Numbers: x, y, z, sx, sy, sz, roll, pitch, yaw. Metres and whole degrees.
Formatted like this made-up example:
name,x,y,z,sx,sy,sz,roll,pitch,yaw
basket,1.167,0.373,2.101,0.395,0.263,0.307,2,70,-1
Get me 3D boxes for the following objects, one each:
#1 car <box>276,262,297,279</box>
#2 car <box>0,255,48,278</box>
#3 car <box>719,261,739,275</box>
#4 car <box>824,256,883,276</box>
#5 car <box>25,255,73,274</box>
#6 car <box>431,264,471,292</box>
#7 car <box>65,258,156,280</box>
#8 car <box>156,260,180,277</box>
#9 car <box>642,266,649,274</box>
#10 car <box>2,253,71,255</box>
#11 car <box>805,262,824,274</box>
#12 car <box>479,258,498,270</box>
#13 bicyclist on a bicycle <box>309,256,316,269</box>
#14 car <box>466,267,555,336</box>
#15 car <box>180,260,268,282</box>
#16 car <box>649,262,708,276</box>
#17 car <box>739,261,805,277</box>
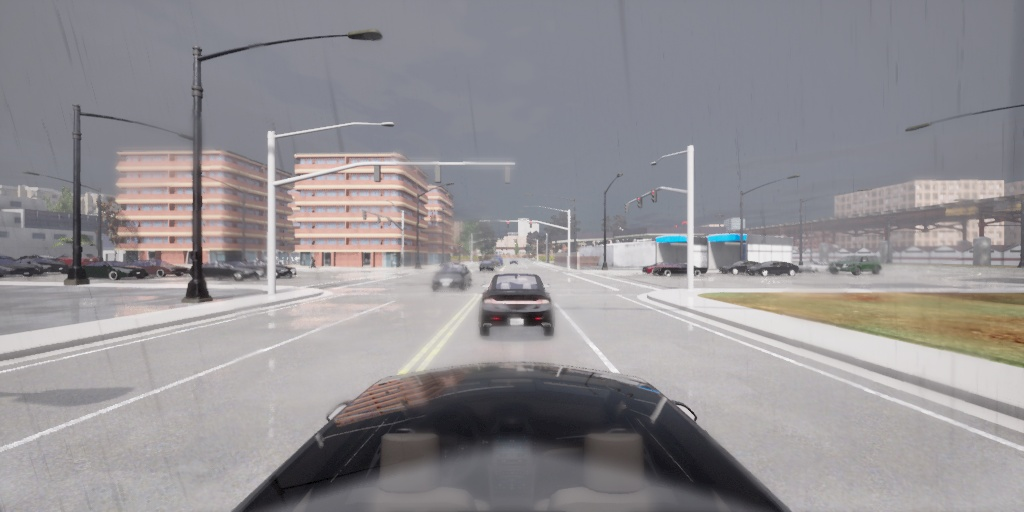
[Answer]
name,x,y,z,sx,sy,sz,roll,pitch,yaw
car,-20.661,1.106,29.976,4.902,1.511,2.128,1,0,1
car,-39.043,0.873,26.943,5.357,1.411,2.033,1,0,1
car,25.218,1.252,39.234,4.892,1.490,1.837,0,0,-5
car,36.327,0.969,37.836,5.566,2.045,2.150,0,0,-19
car,-40.295,0.866,30.478,4.181,1.385,1.994,1,0,1
car,-3.500,1.240,21.510,2.128,1.511,4.902,0,0,0
car,-29.790,1.052,26.708,4.181,1.385,1.994,1,0,1
car,-30.404,1.023,30.227,5.357,1.411,2.033,1,0,1
car,16.474,1.311,39.157,4.181,1.385,1.994,0,0,1
car,-50.378,0.625,37.870,4.892,1.490,1.837,1,0,2
car,34.884,1.348,41.006,4.718,1.301,1.895,0,0,-19
car,-3.367,1.291,48.371,2.033,1.411,5.357,0,0,0
bicyclist on a bicycle,-25.928,0.840,46.605,0.582,1.620,1.656,1,0,1
car,0.121,1.241,10.320,2.128,1.511,4.902,0,0,0
car,-20.950,1.107,26.485,4.902,1.511,2.128,1,0,1
car,16.634,1.348,35.629,4.718,1.301,1.895,0,0,0
car,25.913,1.252,35.781,4.892,1.490,1.837,0,0,-5
